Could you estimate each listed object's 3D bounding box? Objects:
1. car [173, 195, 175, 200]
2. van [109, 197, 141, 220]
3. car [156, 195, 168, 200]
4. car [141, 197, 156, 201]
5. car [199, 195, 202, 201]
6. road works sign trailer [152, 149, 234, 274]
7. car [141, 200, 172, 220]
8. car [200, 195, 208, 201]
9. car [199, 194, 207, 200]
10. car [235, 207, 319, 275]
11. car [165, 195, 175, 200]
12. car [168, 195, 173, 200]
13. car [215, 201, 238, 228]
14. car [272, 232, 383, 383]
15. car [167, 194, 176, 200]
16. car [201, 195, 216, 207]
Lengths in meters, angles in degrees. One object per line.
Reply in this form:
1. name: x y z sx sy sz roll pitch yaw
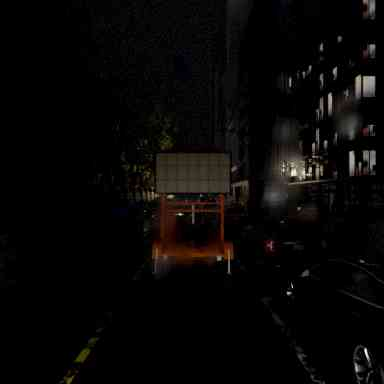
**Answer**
1. car: -5.562 1.390 78.490 1.752 1.417 4.829 0 0 0
2. van: -5.643 1.323 27.515 1.690 1.788 3.998 0 0 0
3. car: -5.598 1.474 55.929 1.887 1.381 4.507 0 0 0
4. car: -5.626 1.546 38.881 1.802 1.307 4.206 0 0 0
5. car: 2.800 1.444 67.261 1.887 1.381 4.507 0 0 0
6. road works sign trailer: 0.032 0.462 10.506 2.380 3.560 2.880 0 0 1
7. car: -2.958 1.582 28.015 1.895 1.301 4.718 0 0 0
8. car: 2.818 1.430 78.623 1.947 1.339 4.313 0 0 0
9. car: 2.836 1.377 89.987 2.008 1.369 4.403 0 0 0
10. car: 2.710 1.438 10.444 1.967 1.590 4.097 0 0 0
11. car: -5.553 1.396 84.344 2.008 1.369 4.403 0 0 0
12. car: -5.581 1.450 67.296 2.008 1.369 4.403 0 0 0
13. car: 2.728 1.514 21.980 1.752 1.417 4.829 0 0 0
14. car: 2.700 1.566 4.763 1.947 1.339 4.313 0 0 0
15. car: -5.544 1.376 90.027 2.008 1.369 4.403 0 0 0
16. car: 2.773 1.524 50.217 1.802 1.307 4.206 0 0 0
